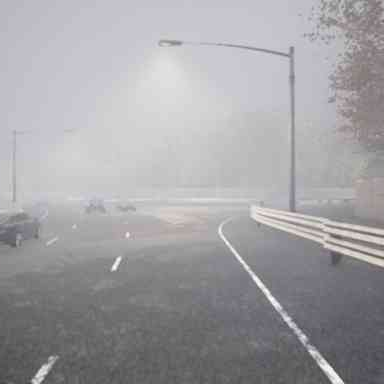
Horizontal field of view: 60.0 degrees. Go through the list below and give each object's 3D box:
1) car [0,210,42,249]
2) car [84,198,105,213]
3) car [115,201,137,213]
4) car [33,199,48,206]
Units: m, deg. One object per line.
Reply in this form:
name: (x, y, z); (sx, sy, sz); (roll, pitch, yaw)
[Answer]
car: (-8.281, 1.597, 15.000); (1.837, 1.490, 4.892); (0, 0, -9)
car: (-11.847, 1.556, 40.257); (2.097, 1.767, 4.553); (0, 0, -22)
car: (-8.176, 1.792, 40.757); (1.895, 1.301, 4.718); (0, 0, -22)
car: (-28.591, 1.923, 62.760); (1.994, 1.385, 4.181); (0, 0, -37)
